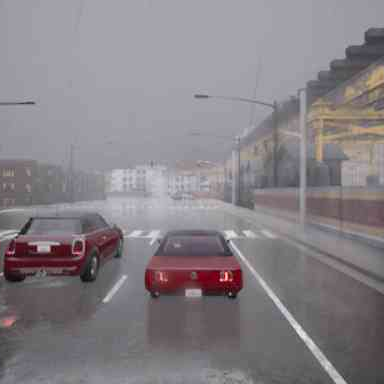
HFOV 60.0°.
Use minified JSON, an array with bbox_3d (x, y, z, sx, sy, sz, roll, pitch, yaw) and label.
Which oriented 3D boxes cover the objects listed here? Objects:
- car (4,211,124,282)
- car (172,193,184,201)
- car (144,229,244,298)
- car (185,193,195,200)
[{"bbox_3d":[-3.451,1.344,9.892,2.097,1.767,4.553,0,0,0],"label":"car"},{"bbox_3d":[-3.709,1.528,86.169,1.895,1.301,4.718,0,0,-3],"label":"car"},{"bbox_3d":[0.045,1.594,8.423,1.895,1.301,4.718,0,0,0],"label":"car"},{"bbox_3d":[-0.225,1.526,87.299,1.895,1.301,4.718,0,0,-3],"label":"car"}]
